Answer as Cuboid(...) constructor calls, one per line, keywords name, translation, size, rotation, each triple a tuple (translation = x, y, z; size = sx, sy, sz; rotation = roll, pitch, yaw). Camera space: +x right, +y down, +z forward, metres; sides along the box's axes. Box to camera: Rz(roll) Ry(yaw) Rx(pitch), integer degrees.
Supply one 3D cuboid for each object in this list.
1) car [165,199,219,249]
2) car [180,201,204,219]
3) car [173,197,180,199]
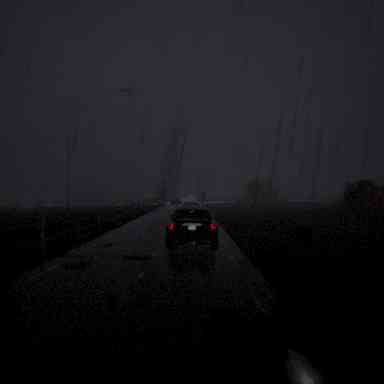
Cuboid(name="car", translation=(0.000, 1.364, 14.621), size=(2.097, 1.767, 4.553), rotation=(0, 0, 0))
Cuboid(name="car", translation=(0.000, 1.579, 29.653), size=(1.994, 1.385, 4.181), rotation=(0, 0, 0))
Cuboid(name="car", translation=(-2.750, 1.649, 59.655), size=(1.994, 1.385, 4.181), rotation=(0, 0, 0))
